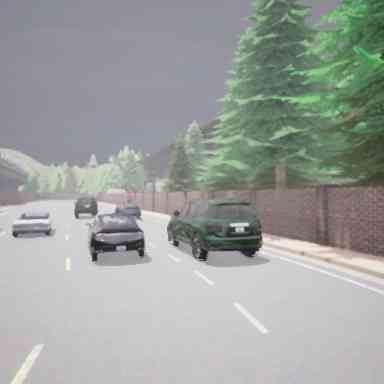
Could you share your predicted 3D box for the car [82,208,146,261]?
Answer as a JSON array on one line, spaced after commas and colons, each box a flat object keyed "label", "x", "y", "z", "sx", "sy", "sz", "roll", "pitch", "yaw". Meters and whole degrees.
[{"label": "car", "x": -3.056, "y": 1.607, "z": 12.995, "sx": 2.128, "sy": 1.511, "sz": 4.902, "roll": 0, "pitch": 0, "yaw": -19}]

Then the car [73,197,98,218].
[{"label": "car", "x": -10.937, "y": 1.542, "z": 34.315, "sx": 2.150, "sy": 2.045, "sz": 5.566, "roll": 0, "pitch": -1, "yaw": -20}]

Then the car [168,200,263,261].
[{"label": "car", "x": 0.665, "y": 1.316, "z": 13.092, "sx": 2.150, "sy": 2.045, "sz": 5.566, "roll": 0, "pitch": 0, "yaw": -19}]

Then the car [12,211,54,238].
[{"label": "car", "x": -9.141, "y": 1.800, "z": 19.358, "sx": 1.895, "sy": 1.301, "sz": 4.718, "roll": 0, "pitch": 0, "yaw": -20}]

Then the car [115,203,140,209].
[{"label": "car", "x": -6.025, "y": 1.760, "z": 31.183, "sx": 2.128, "sy": 1.511, "sz": 4.902, "roll": 0, "pitch": 0, "yaw": -21}]
